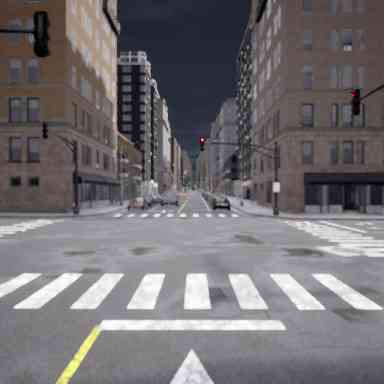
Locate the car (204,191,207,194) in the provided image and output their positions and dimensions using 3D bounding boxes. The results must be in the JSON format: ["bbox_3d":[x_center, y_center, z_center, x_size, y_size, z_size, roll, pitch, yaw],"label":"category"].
[{"bbox_3d":[3.177,0.968,50.958,1.887,1.381,4.507,1,1,1],"label":"car"}]

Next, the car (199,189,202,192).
[{"bbox_3d":[3.720,0.477,95.198,1.947,1.339,4.313,1,1,1],"label":"car"}]

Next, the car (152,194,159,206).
[{"bbox_3d":[-5.484,1.115,39.998,1.947,1.339,4.313,1,1,1],"label":"car"}]

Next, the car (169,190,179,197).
[{"bbox_3d":[-4.870,0.290,89.751,2.192,1.841,5.009,1,1,1],"label":"car"}]

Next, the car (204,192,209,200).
[{"bbox_3d":[3.109,1.037,45.428,2.008,1.369,4.403,1,1,1],"label":"car"}]

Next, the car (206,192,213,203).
[{"bbox_3d":[3.042,1.094,39.898,1.887,1.381,4.507,1,1,1],"label":"car"}]

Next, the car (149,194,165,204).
[{"bbox_3d":[-5.347,0.968,51.054,1.887,1.381,4.507,1,1,1],"label":"car"}]

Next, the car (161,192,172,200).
[{"bbox_3d":[-5.146,0.760,67.470,1.752,1.417,4.829,1,1,1],"label":"car"}]

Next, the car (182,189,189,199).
[{"bbox_3d":[-2.249,0.545,71.276,2.097,1.767,4.553,0,1,1],"label":"car"}]

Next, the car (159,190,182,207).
[{"bbox_3d":[-2.629,0.858,40.362,2.097,1.767,4.553,0,0,1],"label":"car"}]

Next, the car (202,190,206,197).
[{"bbox_3d":[3.313,0.862,62.018,1.947,1.339,4.313,1,1,1],"label":"car"}]

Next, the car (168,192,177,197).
[{"bbox_3d":[-4.940,0.606,84.226,1.947,1.339,4.313,1,1,1],"label":"car"}]

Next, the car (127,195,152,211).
[{"bbox_3d":[-5.552,1.194,34.469,1.802,1.307,4.206,1,1,1],"label":"car"}]

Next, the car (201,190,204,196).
[{"bbox_3d":[3.449,0.719,73.078,2.008,1.369,4.403,1,1,1],"label":"car"}]

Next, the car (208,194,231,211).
[{"bbox_3d":[2.973,1.178,34.369,1.947,1.339,4.313,1,1,1],"label":"car"}]

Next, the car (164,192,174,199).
[{"bbox_3d":[-5.076,0.734,73.169,1.947,1.339,4.313,1,1,1],"label":"car"}]

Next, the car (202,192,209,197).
[{"bbox_3d":[3.652,0.557,89.668,1.802,1.307,4.206,1,1,1],"label":"car"}]

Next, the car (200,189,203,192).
[{"bbox_3d":[3.585,0.606,84.138,1.947,1.339,4.313,1,1,1],"label":"car"}]

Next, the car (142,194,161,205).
[{"bbox_3d":[-5.416,1.037,45.526,2.008,1.369,4.403,1,1,1],"label":"car"}]
